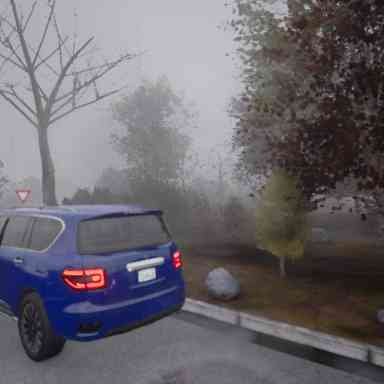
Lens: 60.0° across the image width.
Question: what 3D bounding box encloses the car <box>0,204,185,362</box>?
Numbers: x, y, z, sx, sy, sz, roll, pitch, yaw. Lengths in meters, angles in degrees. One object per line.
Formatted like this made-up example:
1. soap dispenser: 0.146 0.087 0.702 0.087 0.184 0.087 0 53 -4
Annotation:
1. car: -2.615 1.256 6.271 5.566 2.045 2.150 -1 -1 41
